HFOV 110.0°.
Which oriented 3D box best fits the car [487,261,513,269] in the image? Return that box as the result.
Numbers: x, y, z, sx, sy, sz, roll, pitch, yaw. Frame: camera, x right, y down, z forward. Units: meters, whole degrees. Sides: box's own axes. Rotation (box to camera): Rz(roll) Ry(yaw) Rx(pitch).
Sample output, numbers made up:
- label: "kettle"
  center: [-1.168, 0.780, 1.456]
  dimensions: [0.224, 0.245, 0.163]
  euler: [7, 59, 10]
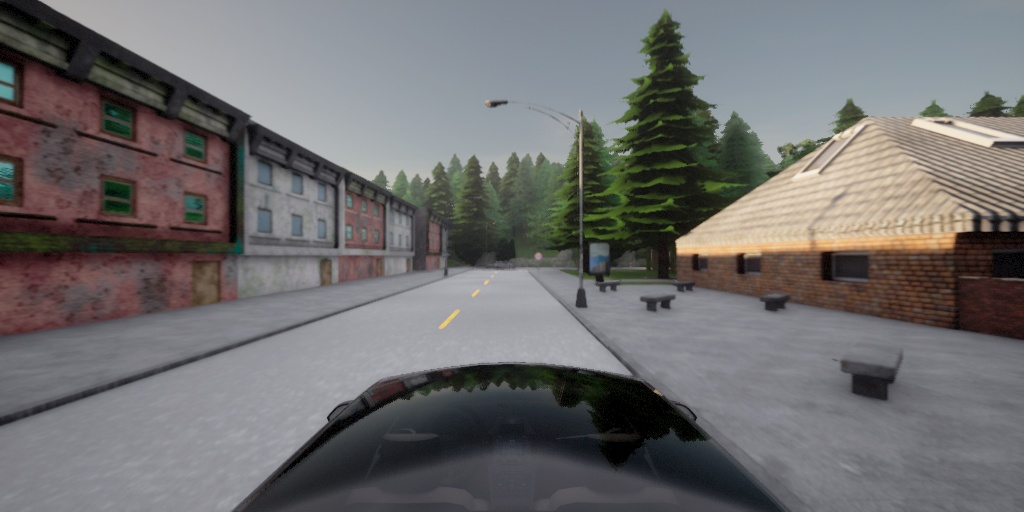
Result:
- label: "car"
  center: [-2.004, 1.444, 57.979]
  dimensions: [1.895, 1.301, 4.718]
  euler: [0, 0, 38]
